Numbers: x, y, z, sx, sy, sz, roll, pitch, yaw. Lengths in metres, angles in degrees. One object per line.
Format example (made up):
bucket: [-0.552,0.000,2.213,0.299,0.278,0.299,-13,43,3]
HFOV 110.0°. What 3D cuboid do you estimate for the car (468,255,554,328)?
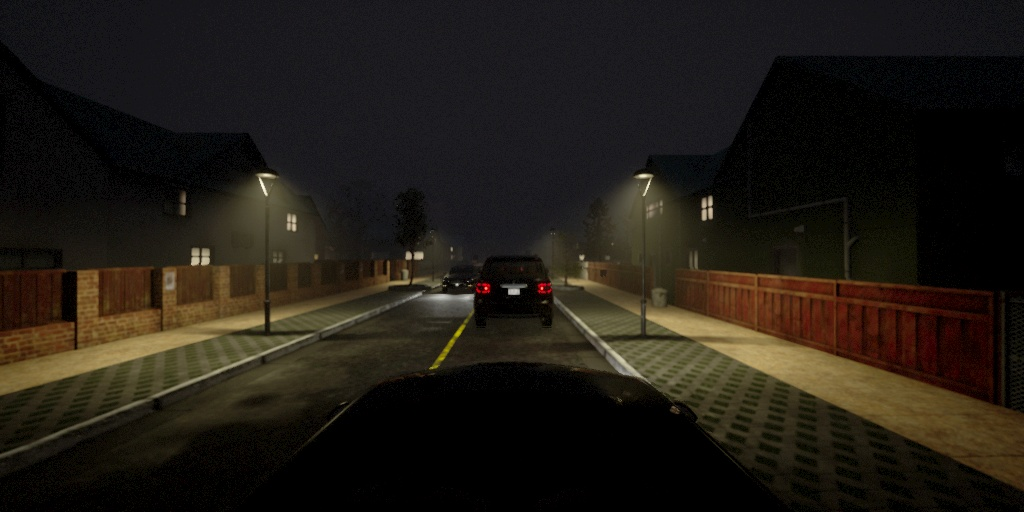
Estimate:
car: [0.054,0.983,11.611,2.150,2.045,5.566,0,0,0]

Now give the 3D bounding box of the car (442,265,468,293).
car: [-2.903,1.282,21.333,1.837,1.490,4.892,0,0,0]
